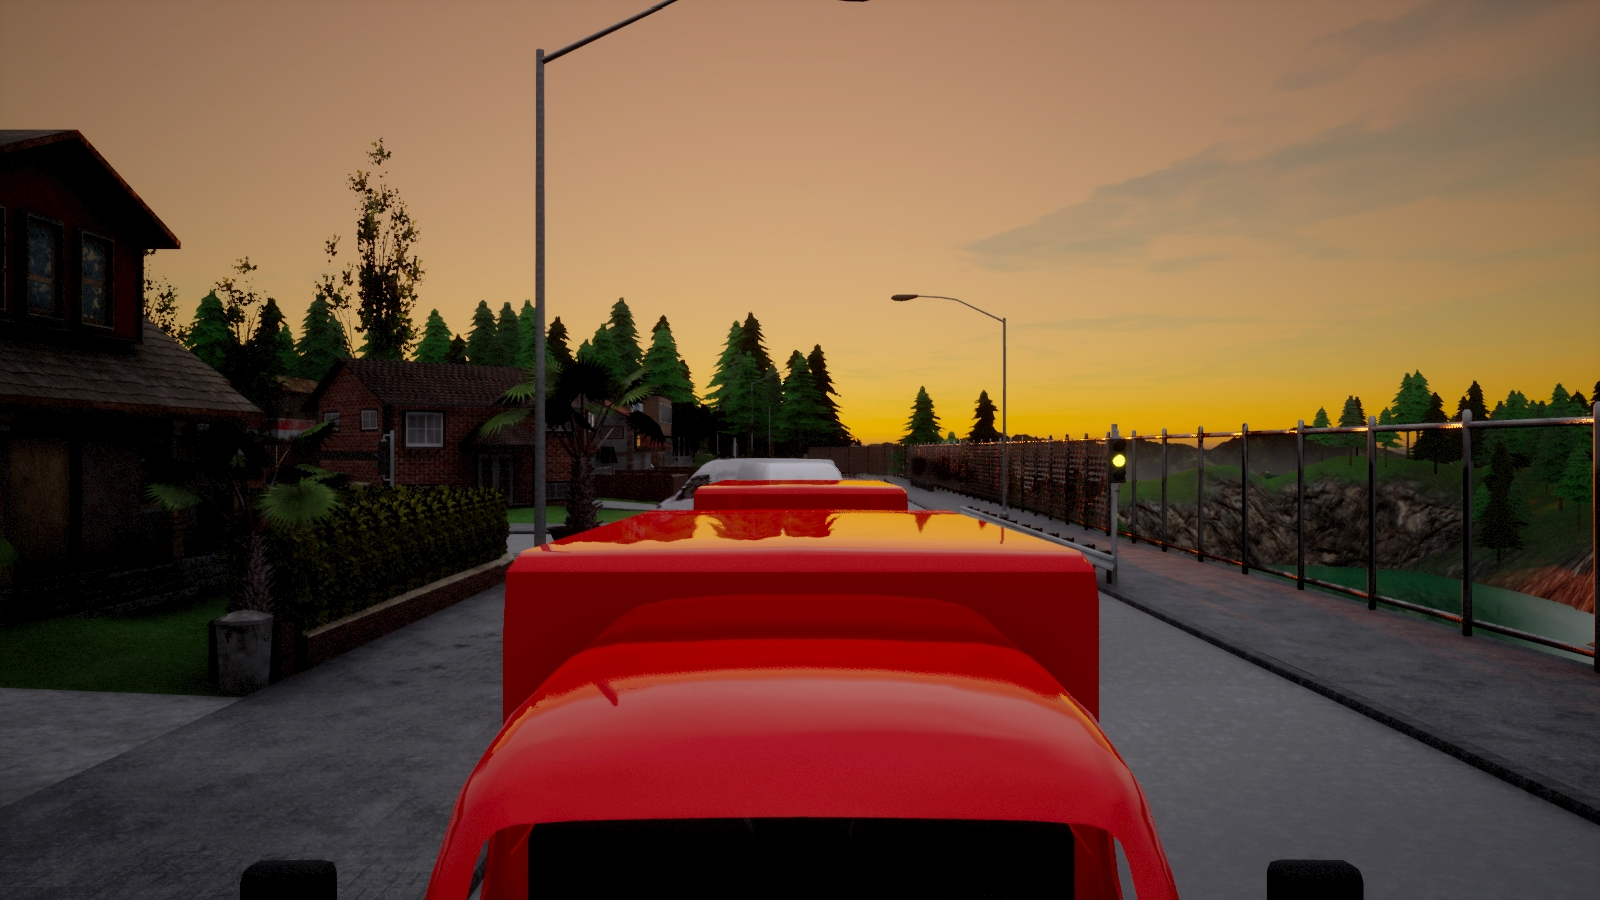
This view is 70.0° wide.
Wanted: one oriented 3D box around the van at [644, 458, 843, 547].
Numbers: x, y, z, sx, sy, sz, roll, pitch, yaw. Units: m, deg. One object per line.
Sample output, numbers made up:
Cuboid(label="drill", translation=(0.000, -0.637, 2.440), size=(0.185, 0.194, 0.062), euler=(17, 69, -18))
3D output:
Cuboid(label="van", translation=(-1.783, 1.548, 35.271), size=(5.915, 2.561, 1.988), euler=(0, -1, 28))

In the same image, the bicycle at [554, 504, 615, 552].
Cuboid(label="bicycle", translation=(-6.027, 2.170, 32.019), size=(1.487, 1.276, 0.859), euler=(0, 0, 8))

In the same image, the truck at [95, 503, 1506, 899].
Cuboid(label="truck", translation=(-0.001, 1.570, 4.728), size=(2.627, 2.467, 5.204), euler=(0, 0, 0))
